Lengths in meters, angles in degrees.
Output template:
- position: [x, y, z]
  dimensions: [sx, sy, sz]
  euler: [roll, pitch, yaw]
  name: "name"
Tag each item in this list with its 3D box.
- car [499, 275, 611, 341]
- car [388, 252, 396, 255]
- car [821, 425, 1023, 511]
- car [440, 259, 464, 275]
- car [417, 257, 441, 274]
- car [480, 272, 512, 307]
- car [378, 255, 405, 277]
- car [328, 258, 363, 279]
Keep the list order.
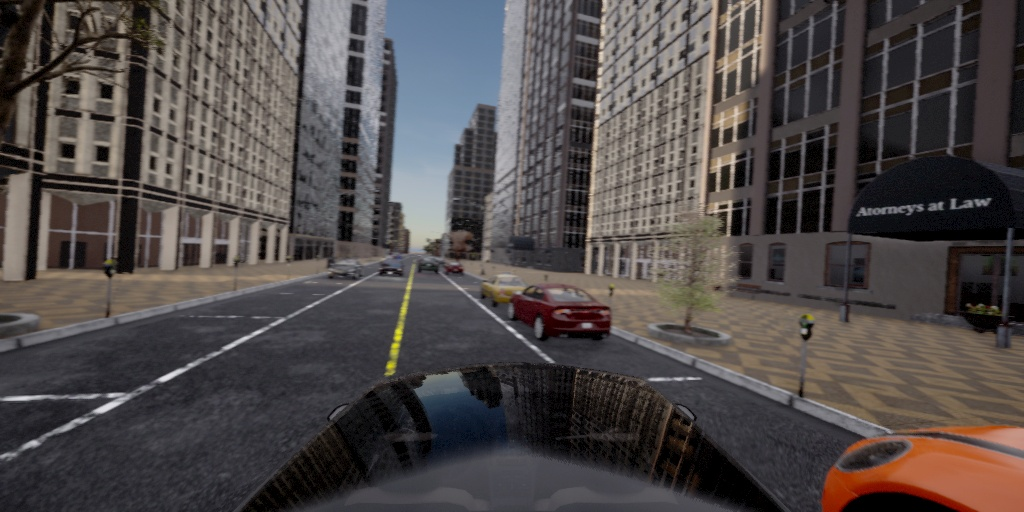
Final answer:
- position: [1.120, 1.446, 10.401]
  dimensions: [1.888, 1.381, 4.507]
  euler: [0, 0, -15]
  name: "car"
- position: [-20.001, 0.521, 57.127]
  dimensions: [1.751, 1.417, 4.829]
  euler: [0, 0, -15]
  name: "car"
- position: [3.478, 1.309, 0.619]
  dimensions: [2.097, 1.767, 4.553]
  euler: [4, -1, -15]
  name: "car"
- position: [-6.152, 1.239, 37.661]
  dimensions: [1.888, 1.381, 4.507]
  euler: [0, 0, -15]
  name: "car"
- position: [-8.947, 0.875, 38.309]
  dimensions: [2.097, 1.767, 4.553]
  euler: [4, 0, -15]
  name: "car"
- position: [-0.378, 1.385, 16.017]
  dimensions: [1.751, 1.417, 4.829]
  euler: [0, 0, -15]
  name: "car"
- position: [-10.132, 0.924, 30.499]
  dimensions: [2.033, 1.411, 5.357]
  euler: [4, -1, -14]
  name: "car"
- position: [-11.321, 0.799, 24.587]
  dimensions: [2.007, 1.370, 4.403]
  euler: [0, 0, -15]
  name: "car"
